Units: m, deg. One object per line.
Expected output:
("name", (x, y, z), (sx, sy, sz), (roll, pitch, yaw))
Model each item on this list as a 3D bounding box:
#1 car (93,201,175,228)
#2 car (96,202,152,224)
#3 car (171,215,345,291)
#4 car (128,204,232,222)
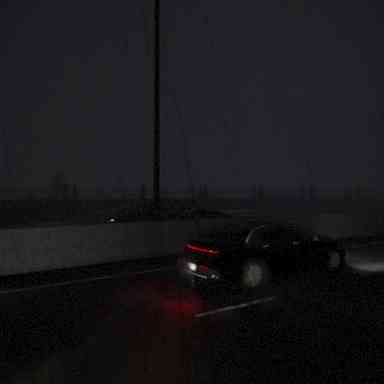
("car", (-3.779, 1.411, 21.952), (5.008, 1.535, 1.882), (0, 0, -29))
("car", (-2.642, 1.436, 18.565), (4.902, 1.511, 2.128), (0, 0, -30))
("car", (2.082, 1.484, 8.976), (4.892, 1.490, 1.837), (0, 0, -31))
("car", (-0.244, 1.447, 15.927), (4.902, 1.511, 2.128), (0, 0, -29))
